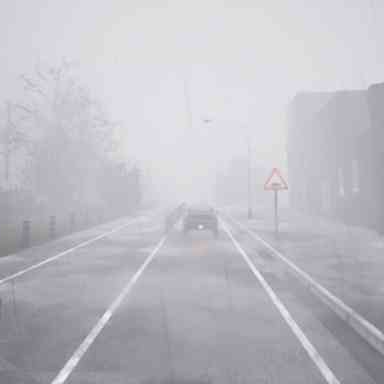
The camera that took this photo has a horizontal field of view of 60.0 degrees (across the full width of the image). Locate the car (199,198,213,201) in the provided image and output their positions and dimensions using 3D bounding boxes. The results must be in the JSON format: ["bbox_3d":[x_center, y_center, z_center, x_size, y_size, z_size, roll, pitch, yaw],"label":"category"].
[{"bbox_3d":[1.566,1.410,37.088,1.812,1.442,4.674,-1,2,11],"label":"car"}]

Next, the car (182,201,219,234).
[{"bbox_3d":[0.486,1.471,18.950,1.837,1.490,4.892,0,0,1],"label":"car"}]

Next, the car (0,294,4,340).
[{"bbox_3d":[-3.303,1.497,2.248,1.837,1.490,4.892,0,0,1],"label":"car"}]
